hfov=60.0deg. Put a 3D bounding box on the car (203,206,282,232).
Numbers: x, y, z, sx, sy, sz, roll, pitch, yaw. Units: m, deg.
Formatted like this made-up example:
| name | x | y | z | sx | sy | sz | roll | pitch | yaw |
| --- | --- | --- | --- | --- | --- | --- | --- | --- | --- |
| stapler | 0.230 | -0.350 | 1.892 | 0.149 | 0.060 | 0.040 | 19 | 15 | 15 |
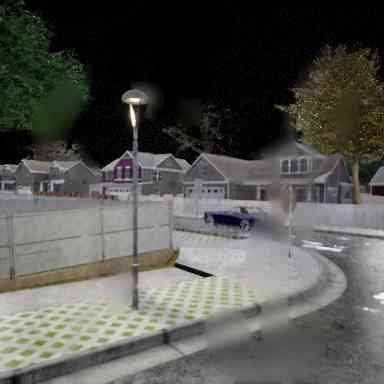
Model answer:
| name | x | y | z | sx | sy | sz | roll | pitch | yaw |
| --- | --- | --- | --- | --- | --- | --- | --- | --- | --- |
| car | 2.710 | 1.448 | 19.005 | 1.895 | 1.301 | 4.718 | 3 | -1 | -36 |
